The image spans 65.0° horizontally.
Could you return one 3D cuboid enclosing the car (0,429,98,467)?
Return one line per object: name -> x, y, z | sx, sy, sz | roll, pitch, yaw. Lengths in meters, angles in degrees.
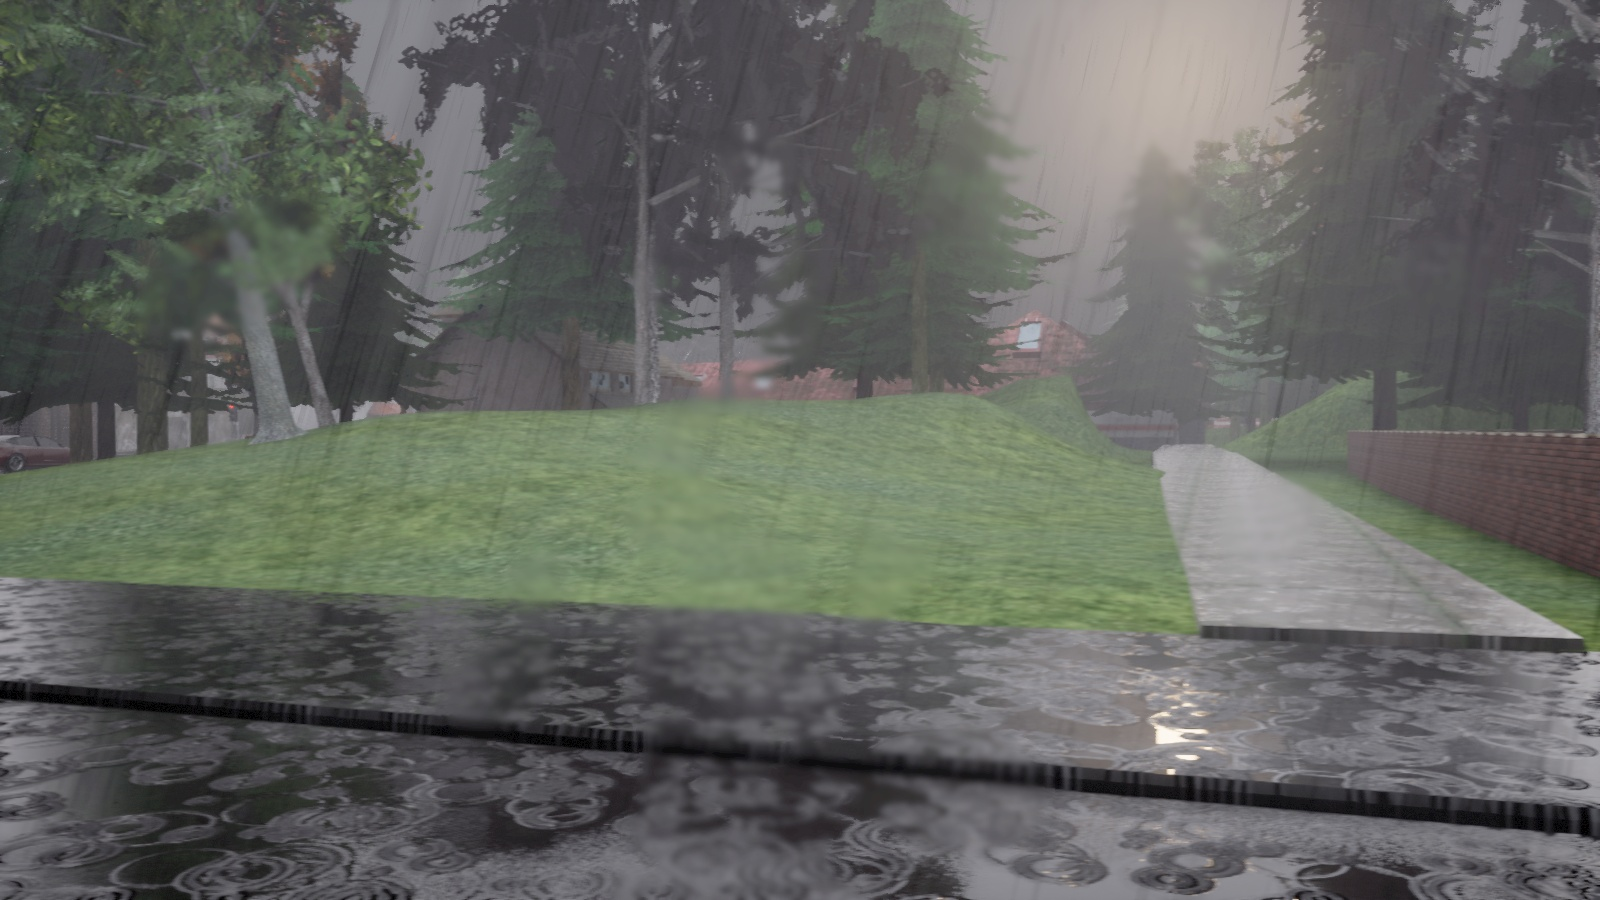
car -> -31.498, -0.112, 51.224 | 2.163, 1.488, 4.792 | 1, 1, 18
